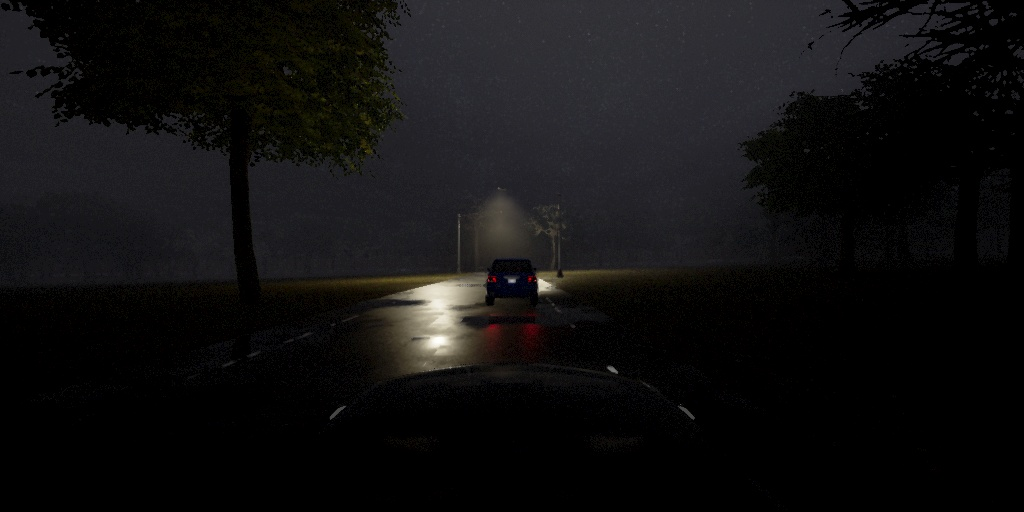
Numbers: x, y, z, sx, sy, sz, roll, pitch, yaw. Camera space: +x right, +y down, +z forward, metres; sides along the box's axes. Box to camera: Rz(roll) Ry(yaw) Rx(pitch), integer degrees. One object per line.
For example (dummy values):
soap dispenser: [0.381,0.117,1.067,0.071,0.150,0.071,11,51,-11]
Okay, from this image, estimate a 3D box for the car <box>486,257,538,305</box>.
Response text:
car: [0.001,1.099,16.553,2.150,2.045,5.566,0,-1,0]
